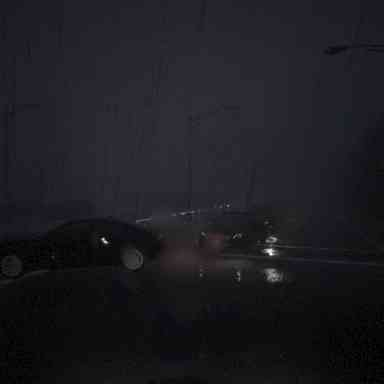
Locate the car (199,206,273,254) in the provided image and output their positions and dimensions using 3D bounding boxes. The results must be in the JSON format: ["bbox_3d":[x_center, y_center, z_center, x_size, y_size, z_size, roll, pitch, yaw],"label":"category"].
[{"bbox_3d":[1.871,1.515,13.836,1.812,1.442,4.674,0,0,25],"label":"car"}]

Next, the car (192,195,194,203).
[{"bbox_3d":[-2.262,1.054,44.614,3.866,1.878,1.905,0,0,19],"label":"car"}]

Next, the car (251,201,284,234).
[{"bbox_3d":[4.036,1.491,19.237,1.837,1.490,4.892,0,0,19],"label":"car"}]

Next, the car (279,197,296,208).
[{"bbox_3d":[13.716,1.470,47.584,2.128,1.511,4.902,0,0,19],"label":"car"}]

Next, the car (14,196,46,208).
[{"bbox_3d":[-21.533,1.274,44.304,3.633,1.501,1.845,0,0,19],"label":"car"}]

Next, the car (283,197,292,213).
[{"bbox_3d":[7.864,1.488,30.434,1.837,1.490,4.892,0,0,19],"label":"car"}]

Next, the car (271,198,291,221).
[{"bbox_3d":[5.967,1.476,24.877,2.128,1.511,4.902,0,0,19],"label":"car"}]

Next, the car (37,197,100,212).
[{"bbox_3d":[-8.942,1.356,24.187,3.633,1.501,1.845,0,0,19],"label":"car"}]

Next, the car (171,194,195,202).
[{"bbox_3d":[-1.853,1.260,68.644,4.514,1.523,2.007,0,0,19],"label":"car"}]

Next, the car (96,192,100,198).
[{"bbox_3d":[-21.607,1.300,68.010,3.806,1.475,1.970,0,0,19],"label":"car"}]

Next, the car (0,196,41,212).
[{"bbox_3d":[-15.003,1.356,29.404,3.806,1.475,1.970,0,0,19],"label":"car"}]

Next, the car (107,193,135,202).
[{"bbox_3d":[-13.569,1.048,65.307,4.605,1.855,1.932,0,0,19],"label":"car"}]

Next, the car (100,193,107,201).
[{"bbox_3d":[-19.954,1.016,70.958,3.866,1.878,1.905,0,0,19],"label":"car"}]

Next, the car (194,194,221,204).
[{"bbox_3d":[1.869,1.128,56.723,5.027,1.636,2.152,0,0,19],"label":"car"}]

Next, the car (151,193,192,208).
[{"bbox_3d":[-2.810,1.076,41.731,4.605,1.855,1.932,0,0,19],"label":"car"}]

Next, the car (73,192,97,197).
[{"bbox_3d":[-18.265,1.250,53.748,4.514,1.523,2.007,0,0,19],"label":"car"}]

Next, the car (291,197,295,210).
[{"bbox_3d":[9.924,1.545,36.465,1.994,1.385,4.181,0,0,19],"label":"car"}]

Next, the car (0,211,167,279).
[{"bbox_3d":[-3.257,1.476,9.828,5.008,1.535,1.882,0,0,-15],"label":"car"}]
